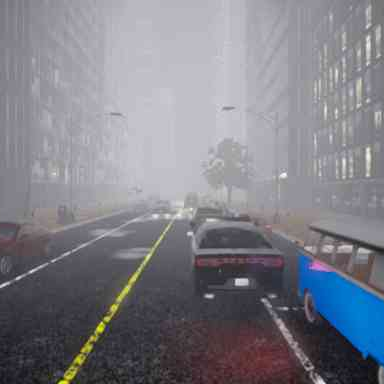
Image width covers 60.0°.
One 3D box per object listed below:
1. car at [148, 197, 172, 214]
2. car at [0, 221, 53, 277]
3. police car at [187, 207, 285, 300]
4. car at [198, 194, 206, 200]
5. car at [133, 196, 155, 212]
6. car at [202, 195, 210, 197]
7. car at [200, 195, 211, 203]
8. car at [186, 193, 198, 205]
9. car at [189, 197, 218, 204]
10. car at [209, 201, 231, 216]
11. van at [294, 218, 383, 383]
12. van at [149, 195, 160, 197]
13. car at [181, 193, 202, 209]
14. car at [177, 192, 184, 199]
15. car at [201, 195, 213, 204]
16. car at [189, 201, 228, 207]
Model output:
[{"bbox_3d":[-3.107,1.514,35.573,2.033,1.411,5.357,0,0,0],"label":"car"},{"bbox_3d":[-5.692,1.572,10.142,1.802,1.307,4.206,0,0,0],"label":"car"},{"bbox_3d":[0.899,1.417,8.577,1.930,1.638,5.238,0,0,0],"label":"police car"},{"bbox_3d":[2.674,1.383,89.836,1.887,1.381,4.507,0,0,0],"label":"car"},{"bbox_3d":[-5.698,1.513,38.605,2.008,1.369,4.403,0,0,0],"label":"car"},{"bbox_3d":[2.682,1.505,44.296,2.008,1.369,4.403,0,0,0],"label":"car"},{"bbox_3d":[2.678,1.342,67.065,1.967,1.590,4.097,0,0,0],"label":"car"},{"bbox_3d":[-0.012,1.142,59.243,2.150,2.045,5.566,0,0,0],"label":"car"},{"bbox_3d":[0.895,1.433,24.658,1.801,1.575,5.366,0,0,0],"label":"car"},{"bbox_3d":[2.684,1.551,32.911,1.802,1.307,4.206,0,0,0],"label":"car"},{"bbox_3d":[2.690,1.337,4.449,1.690,1.788,3.998,0,0,0],"label":"van"},{"bbox_3d":[-5.699,1.284,49.990,1.690,1.788,3.998,0,0,0],"label":"van"},{"bbox_3d":[0.002,1.303,45.578,2.097,1.767,4.553,0,0,1],"label":"car"},{"bbox_3d":[-3.019,1.045,94.589,2.150,2.045,5.566,0,0,0],"label":"car"},{"bbox_3d":[2.679,1.356,61.373,1.967,1.590,4.097,0,0,0],"label":"car"},{"bbox_3d":[0.896,1.488,18.468,1.837,1.490,4.892,0,0,0],"label":"car"}]
